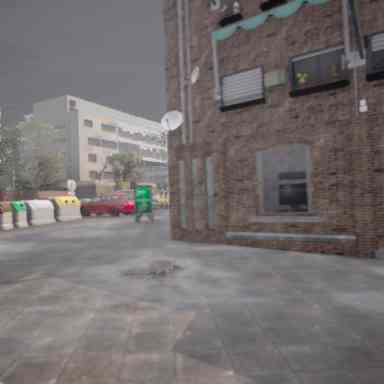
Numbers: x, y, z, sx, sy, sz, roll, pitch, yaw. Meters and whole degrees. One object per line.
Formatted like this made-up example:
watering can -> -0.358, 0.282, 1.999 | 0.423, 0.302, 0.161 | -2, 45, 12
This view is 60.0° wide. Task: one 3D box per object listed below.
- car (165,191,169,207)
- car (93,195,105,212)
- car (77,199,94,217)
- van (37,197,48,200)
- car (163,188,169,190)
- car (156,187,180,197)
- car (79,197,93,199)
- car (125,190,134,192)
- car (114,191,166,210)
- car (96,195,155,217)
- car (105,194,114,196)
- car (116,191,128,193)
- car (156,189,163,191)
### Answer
car -> -4.689, 1.136, 39.189 | 5.366, 1.575, 1.946 | -3, 2, 24
car -> -14.932, 1.560, 46.067 | 4.674, 1.452, 2.002 | -3, 2, 24
car -> -12.491, 1.818, 32.398 | 2.033, 1.411, 5.357 | -3, 1, 25
van -> -17.058, 1.591, 40.896 | 4.442, 1.987, 1.878 | -3, 2, 24
car -> -6.021, 0.318, 66.525 | 4.792, 1.488, 2.163 | -3, 2, 24
car -> -4.976, 0.012, 69.105 | 4.553, 1.767, 2.185 | -3, 2, 24
car -> -16.047, 1.675, 43.512 | 4.892, 1.521, 2.231 | -3, 2, 24
car -> -11.596, 1.058, 53.740 | 5.008, 1.535, 2.097 | -3, 2, 24
car -> -5.724, 1.165, 36.428 | 4.553, 1.767, 2.185 | -3, 2, 24
car -> -6.810, 1.422, 33.825 | 5.008, 1.535, 2.097 | -3, 2, 24
car -> -13.865, 1.373, 48.508 | 4.892, 1.521, 2.231 | -3, 2, 24
car -> -12.717, 1.213, 51.187 | 4.892, 1.521, 2.231 | -3, 2, 24
car -> -8.356, 0.480, 61.313 | 4.553, 1.767, 2.185 | -3, 2, 24
